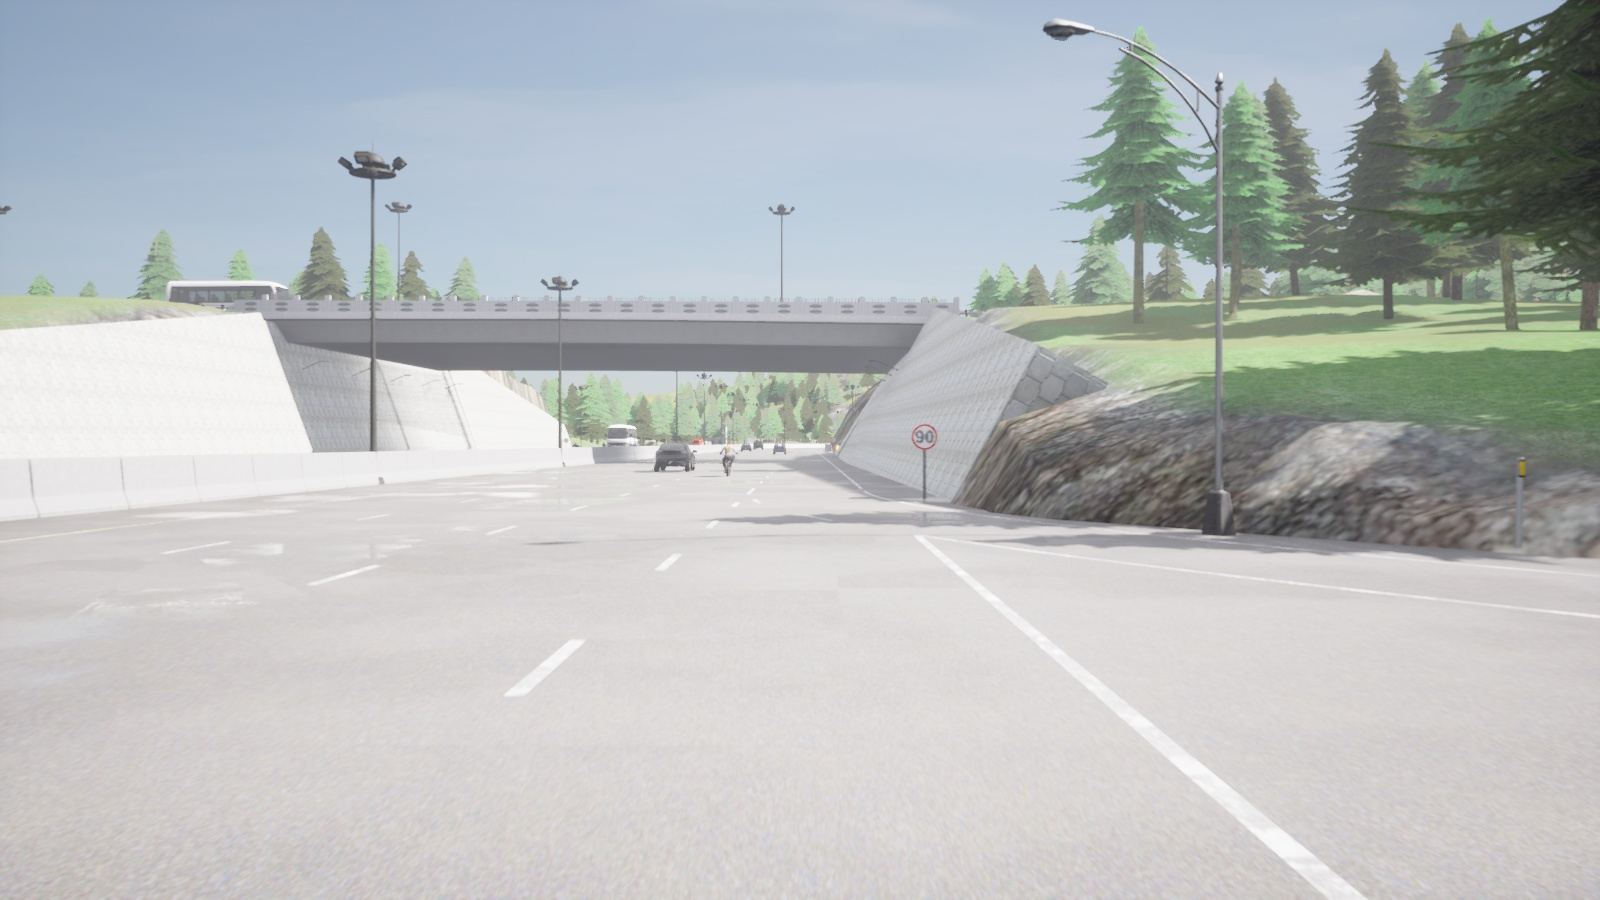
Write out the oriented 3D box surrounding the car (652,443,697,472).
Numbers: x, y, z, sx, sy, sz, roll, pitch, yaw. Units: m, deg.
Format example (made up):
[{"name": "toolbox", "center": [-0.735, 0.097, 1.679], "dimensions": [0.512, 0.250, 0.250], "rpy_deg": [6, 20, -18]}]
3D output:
[{"name": "car", "center": [-6.606, 0.371, 66.504], "dimensions": [1.837, 1.490, 4.892], "rpy_deg": [0, 0, 0]}]
